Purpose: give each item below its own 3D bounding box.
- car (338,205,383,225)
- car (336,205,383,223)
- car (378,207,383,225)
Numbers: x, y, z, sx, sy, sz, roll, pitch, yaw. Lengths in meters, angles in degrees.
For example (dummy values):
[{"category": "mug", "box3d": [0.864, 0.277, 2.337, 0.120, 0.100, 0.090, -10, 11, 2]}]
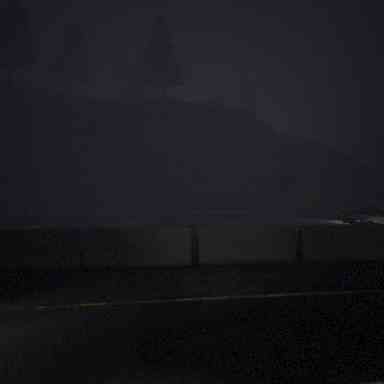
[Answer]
[{"category": "car", "box3d": [12.050, 1.709, 20.911, 4.674, 1.442, 1.812, 0, 0, -4]}, {"category": "car", "box3d": [14.645, 1.804, 28.086, 4.181, 1.385, 1.994, 0, 0, -3]}, {"category": "car", "box3d": [16.732, 1.827, 24.723, 4.718, 1.301, 1.895, 0, 0, -2]}]
